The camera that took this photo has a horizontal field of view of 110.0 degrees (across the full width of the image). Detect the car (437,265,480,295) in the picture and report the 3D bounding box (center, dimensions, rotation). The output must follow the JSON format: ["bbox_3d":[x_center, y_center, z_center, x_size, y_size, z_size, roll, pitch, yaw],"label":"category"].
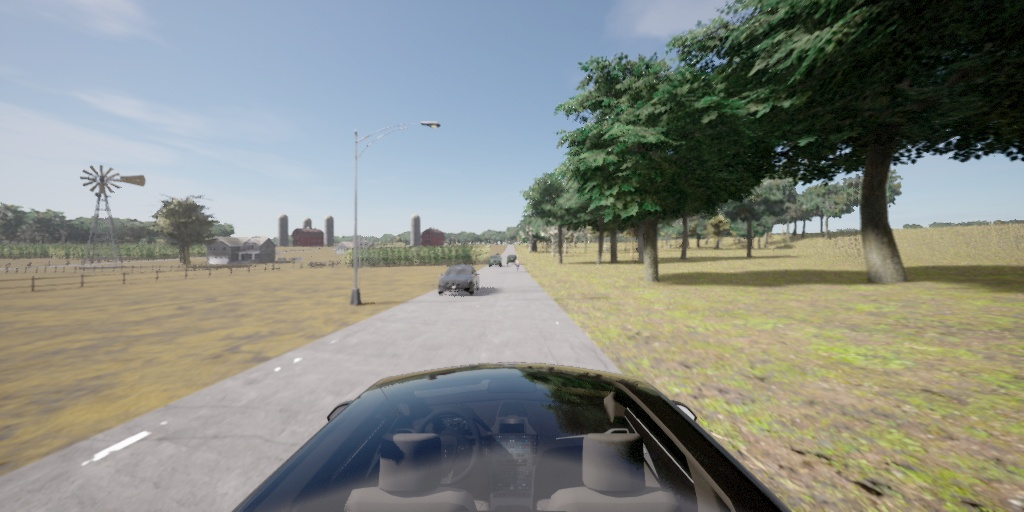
[{"bbox_3d":[-2.849,1.285,19.910,1.837,1.490,4.892,0,0,0],"label":"car"}]

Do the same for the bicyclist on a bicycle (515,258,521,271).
[{"bbox_3d":[0.739,1.212,45.265,0.866,1.612,1.509,0,0,0],"label":"bicyclist on a bicycle"}]

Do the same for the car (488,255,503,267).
[{"bbox_3d":[-2.790,0.839,60.891,2.150,2.045,5.566,0,1,1],"label":"car"}]
